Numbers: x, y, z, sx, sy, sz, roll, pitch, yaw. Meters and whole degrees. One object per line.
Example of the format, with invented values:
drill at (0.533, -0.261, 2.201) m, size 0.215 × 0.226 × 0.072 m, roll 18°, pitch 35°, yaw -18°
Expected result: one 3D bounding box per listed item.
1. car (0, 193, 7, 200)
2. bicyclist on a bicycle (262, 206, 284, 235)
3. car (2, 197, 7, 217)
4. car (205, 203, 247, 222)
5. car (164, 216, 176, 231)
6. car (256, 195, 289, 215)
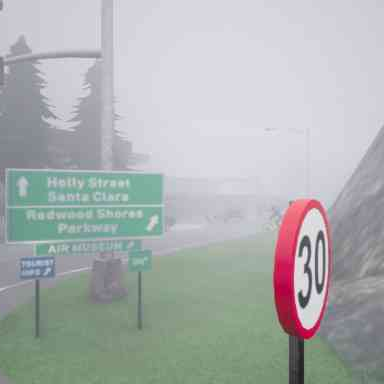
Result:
car at (-38.267, 1.489, 70.099) m, size 4.514 × 1.523 × 2.007 m, roll 0°, pitch 0°, yaw 35°
bicyclist on a bicycle at (4.712, 1.643, 18.678) m, size 1.656 × 1.620 × 0.582 m, roll 0°, pitch 0°, yaw 36°
car at (-12.225, 1.504, 26.062) m, size 1.905 × 1.878 × 3.866 m, roll 0°, pitch 0°, yaw 35°
car at (2.943, 1.683, 28.271) m, size 2.128 × 1.511 × 4.902 m, roll 0°, pitch 0°, yaw 36°
car at (-3.105, 1.792, 20.018) m, size 1.895 × 1.301 × 4.718 m, roll 0°, pitch 0°, yaw 36°
car at (9.069, 1.413, 36.611) m, size 2.150 × 2.045 × 5.566 m, roll 0°, pitch 0°, yaw 36°
